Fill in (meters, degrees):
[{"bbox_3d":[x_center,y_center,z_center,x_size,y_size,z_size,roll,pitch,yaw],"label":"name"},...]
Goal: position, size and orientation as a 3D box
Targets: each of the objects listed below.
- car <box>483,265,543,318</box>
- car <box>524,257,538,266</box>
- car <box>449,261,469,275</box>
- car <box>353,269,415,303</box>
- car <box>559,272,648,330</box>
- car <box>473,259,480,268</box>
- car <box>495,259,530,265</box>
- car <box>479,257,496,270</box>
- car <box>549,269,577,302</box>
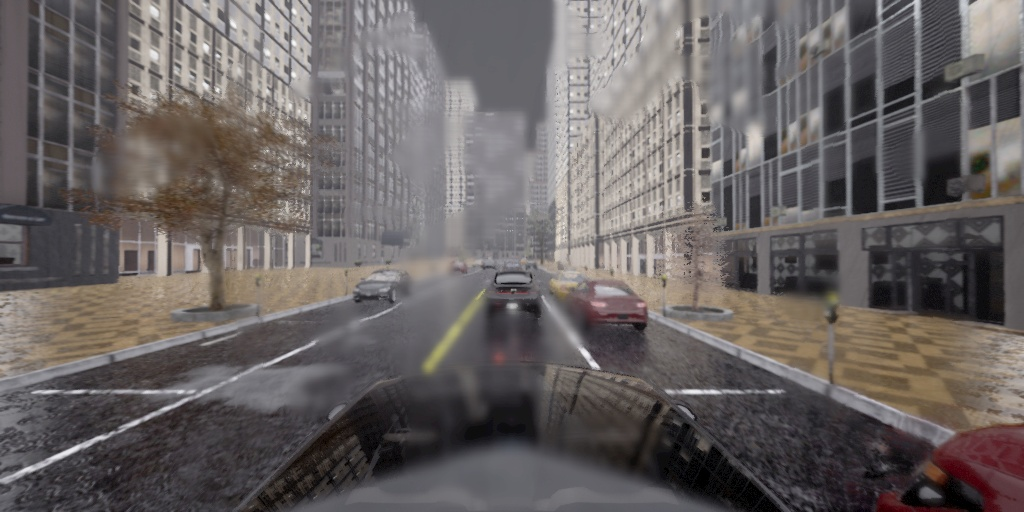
[{"bbox_3d":[0.064,1.246,12.897,1.837,1.490,4.892,0,0,0],"label":"car"},{"bbox_3d":[2.677,1.252,50.261,2.007,1.370,4.403,0,0,0],"label":"car"},{"bbox_3d":[-5.700,1.260,38.962,1.888,1.381,4.507,0,0,0],"label":"car"},{"bbox_3d":[-5.694,1.288,16.391,2.007,1.370,4.403,0,0,0],"label":"car"},{"bbox_3d":[2.688,1.325,10.771,1.802,1.307,4.207,0,0,0],"label":"car"},{"bbox_3d":[-5.708,1.213,61.363,1.751,1.417,4.829,0,0,0],"label":"car"},{"bbox_3d":[0.062,1.219,28.236,2.128,1.511,4.902,0,0,0],"label":"car"},{"bbox_3d":[-3.096,1.207,49.892,1.837,1.490,4.892,0,0,0],"label":"car"},{"bbox_3d":[2.687,1.263,16.582,1.751,1.417,4.829,0,0,0],"label":"car"}]
